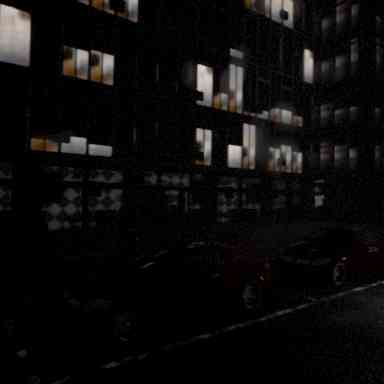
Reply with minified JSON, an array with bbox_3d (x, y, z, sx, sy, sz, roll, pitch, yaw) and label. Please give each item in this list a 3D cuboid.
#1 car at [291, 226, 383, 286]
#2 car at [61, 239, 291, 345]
[{"bbox_3d":[4.268,1.663,9.593,4.206,1.307,1.802,1,0,-35],"label":"car"},{"bbox_3d":[-0.249,1.613,6.371,4.206,1.307,1.802,1,0,-35],"label":"car"}]
